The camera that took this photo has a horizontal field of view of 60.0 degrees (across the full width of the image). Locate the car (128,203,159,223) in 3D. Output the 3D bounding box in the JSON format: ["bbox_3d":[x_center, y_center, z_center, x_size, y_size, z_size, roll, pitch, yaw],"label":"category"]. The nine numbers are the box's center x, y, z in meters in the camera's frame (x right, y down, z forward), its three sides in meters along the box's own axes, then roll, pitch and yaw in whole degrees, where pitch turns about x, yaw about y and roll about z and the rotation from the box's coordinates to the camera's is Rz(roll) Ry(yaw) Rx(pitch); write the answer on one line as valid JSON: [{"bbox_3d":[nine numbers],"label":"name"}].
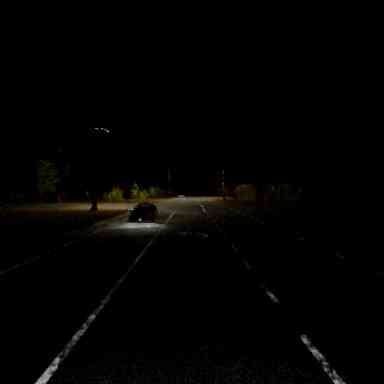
[{"bbox_3d":[-3.633,1.539,25.884,2.033,1.411,5.357,0,0,0],"label":"car"}]
